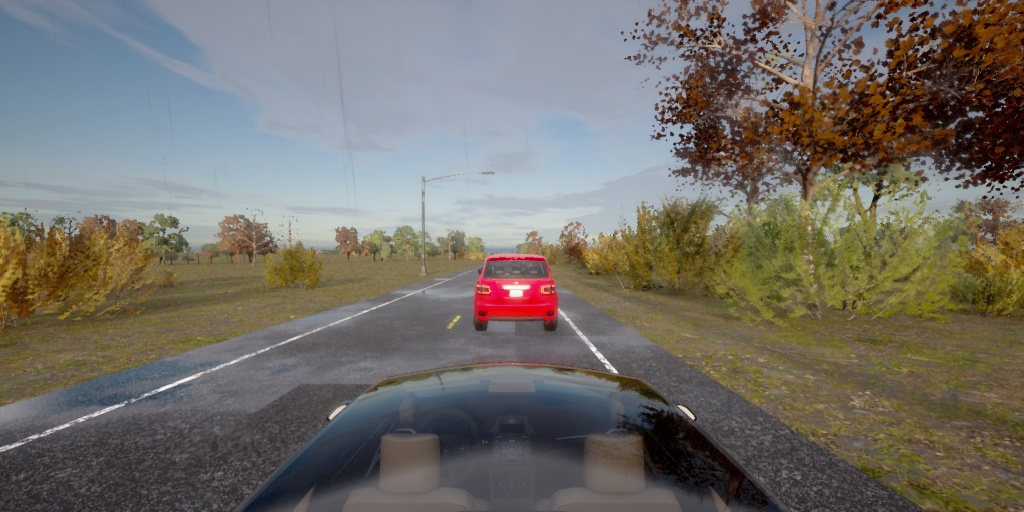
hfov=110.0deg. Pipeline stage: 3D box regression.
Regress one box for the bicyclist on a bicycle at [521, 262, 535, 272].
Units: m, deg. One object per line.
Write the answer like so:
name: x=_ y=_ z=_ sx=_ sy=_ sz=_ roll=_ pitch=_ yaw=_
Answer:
bicyclist on a bicycle: x=0.945 y=1.114 z=18.797 sx=0.659 sy=1.776 sz=1.843 roll=0 pitch=0 yaw=0

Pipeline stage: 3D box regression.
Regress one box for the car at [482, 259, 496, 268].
car: x=-3.896 y=1.282 z=61.840 sx=2.033 sy=1.411 sz=5.357 roll=0 pitch=0 yaw=0

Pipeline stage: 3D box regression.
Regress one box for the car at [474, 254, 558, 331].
car: x=0.093 y=0.968 z=11.091 sx=2.150 sy=2.045 sz=5.566 roll=0 pitch=0 yaw=0
